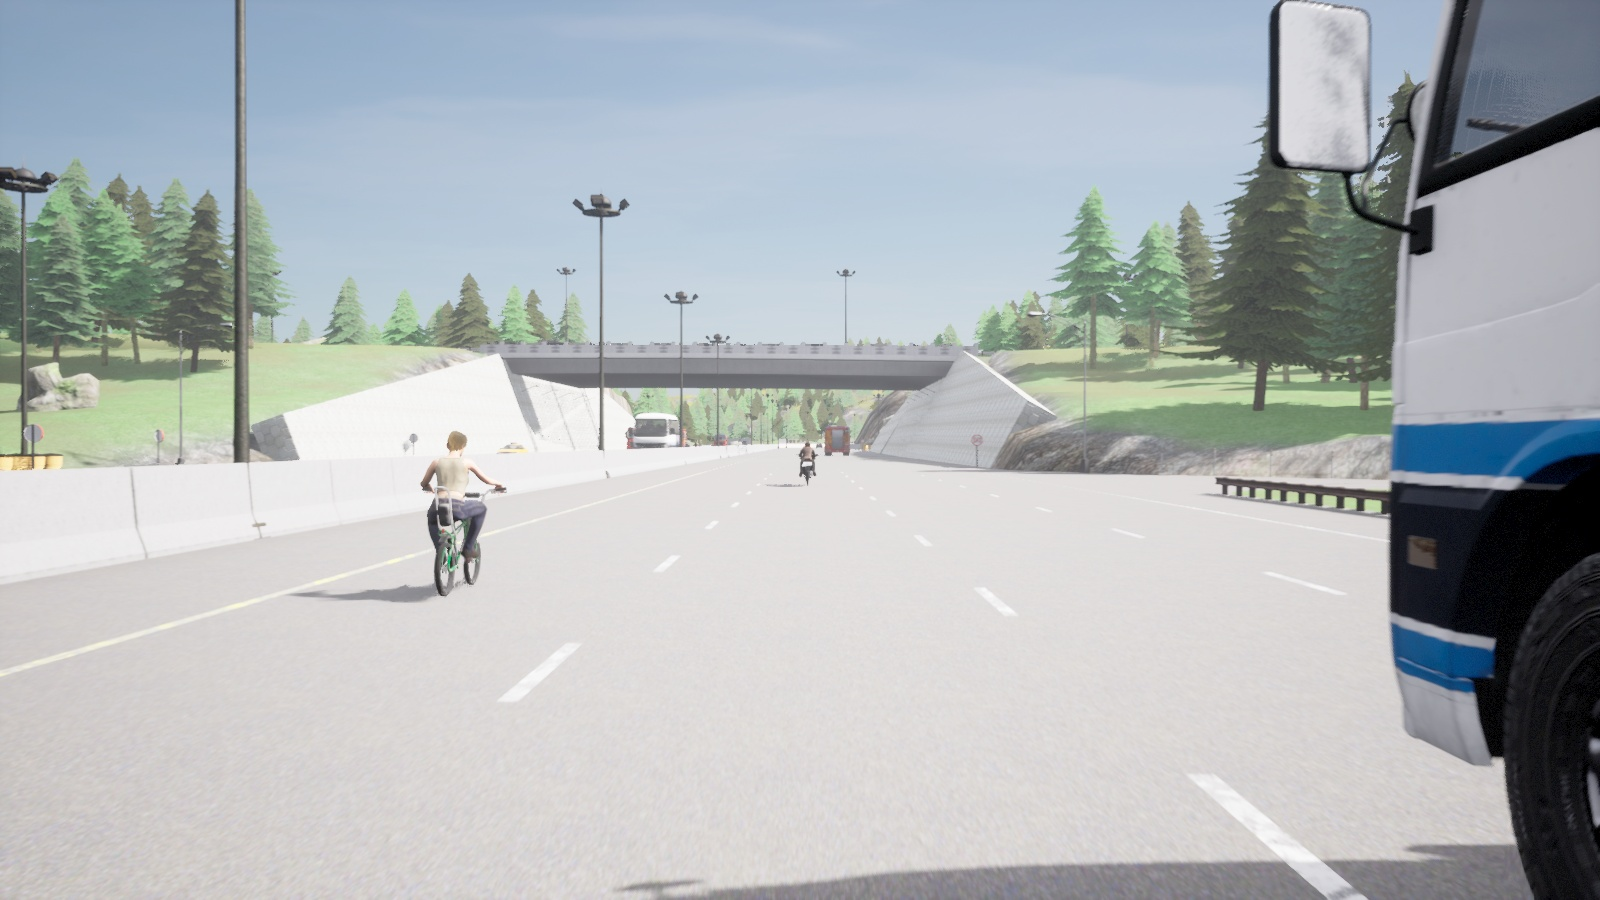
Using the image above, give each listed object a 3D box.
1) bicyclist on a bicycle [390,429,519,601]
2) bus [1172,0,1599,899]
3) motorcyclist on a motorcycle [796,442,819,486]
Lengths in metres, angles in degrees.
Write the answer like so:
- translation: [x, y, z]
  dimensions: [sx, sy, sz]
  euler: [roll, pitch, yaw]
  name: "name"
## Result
- translation: [-3.418, 0.609, 12.571]
  dimensions: [0.866, 1.612, 1.509]
  euler: [0, 0, 1]
  name: "bicyclist on a bicycle"
- translation: [3.517, -0.628, 0.150]
  dimensions: [3.944, 4.253, 10.273]
  euler: [0, 0, 0]
  name: "bus"
- translation: [0.266, 0.480, 44.128]
  dimensions: [0.797, 1.523, 2.044]
  euler: [0, 0, 0]
  name: "motorcyclist on a motorcycle"
